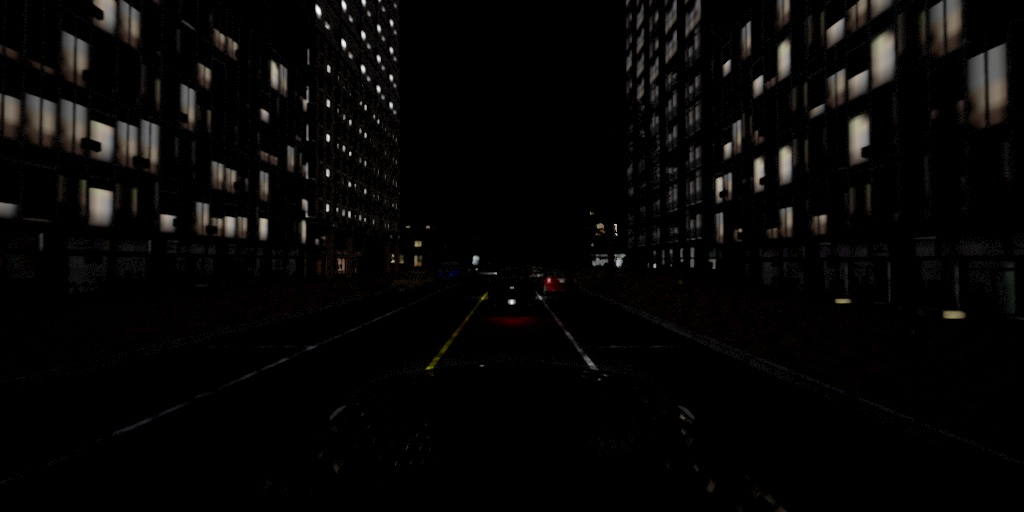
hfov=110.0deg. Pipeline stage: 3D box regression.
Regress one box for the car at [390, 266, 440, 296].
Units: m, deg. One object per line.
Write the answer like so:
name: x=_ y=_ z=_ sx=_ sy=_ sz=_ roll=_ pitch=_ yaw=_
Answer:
car: x=-5.703 y=1.487 z=20.948 sx=1.751 sy=1.417 sz=4.829 roll=0 pitch=0 yaw=0

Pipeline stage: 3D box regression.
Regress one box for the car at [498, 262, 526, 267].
car: x=0.012 y=1.547 z=31.091 sx=1.882 sy=1.535 sz=5.008 roll=0 pitch=0 yaw=1

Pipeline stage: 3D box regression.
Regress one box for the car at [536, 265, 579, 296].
car: x=2.677 y=1.402 z=21.108 sx=1.967 sy=1.591 sz=4.097 roll=0 pitch=0 yaw=0

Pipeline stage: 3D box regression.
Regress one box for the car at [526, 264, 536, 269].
car: x=2.666 y=1.696 z=38.183 sx=2.007 sy=1.370 sz=4.403 roll=0 pitch=0 yaw=0

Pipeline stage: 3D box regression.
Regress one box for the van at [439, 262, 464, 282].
van: x=-5.711 y=1.425 z=32.502 sx=1.690 sy=1.789 sz=3.998 roll=0 pitch=0 yaw=0

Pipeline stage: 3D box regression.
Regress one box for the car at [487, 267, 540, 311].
car: x=0.013 y=1.406 z=15.338 sx=1.837 sy=1.490 sz=4.892 roll=0 pitch=0 yaw=0

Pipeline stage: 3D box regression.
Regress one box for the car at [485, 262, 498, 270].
car: x=-3.046 y=1.910 z=58.374 sx=2.033 sy=1.411 sz=5.357 roll=0 pitch=-1 yaw=0

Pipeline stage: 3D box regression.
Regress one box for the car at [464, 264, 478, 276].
car: x=-5.718 y=1.646 z=43.886 sx=1.967 sy=1.591 sz=4.097 roll=0 pitch=0 yaw=0
